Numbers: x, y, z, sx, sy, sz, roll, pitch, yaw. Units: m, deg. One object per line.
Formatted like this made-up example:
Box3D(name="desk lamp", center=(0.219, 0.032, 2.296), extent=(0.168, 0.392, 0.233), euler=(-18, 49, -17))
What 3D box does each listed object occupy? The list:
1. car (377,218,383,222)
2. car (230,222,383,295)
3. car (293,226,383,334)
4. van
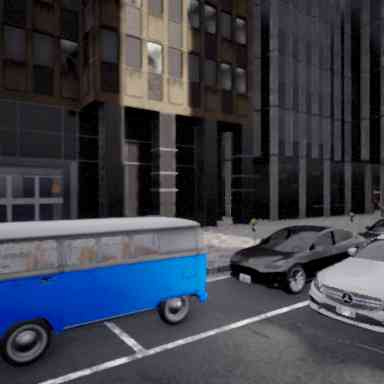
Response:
Box3D(name="car", center=(7.565, 1.580, 12.046), extent=(4.313, 1.339, 1.947), euler=(0, 0, -35))
Box3D(name="car", center=(2.975, 1.574, 8.773), extent=(4.313, 1.339, 1.947), euler=(0, 0, -35))
Box3D(name="car", center=(4.216, 1.533, 6.330), extent=(4.674, 1.442, 1.812), euler=(0, 0, -35))
Box3D(name="van", center=(-1.614, 1.343, 5.501), extent=(3.998, 1.788, 1.690), euler=(0, 0, -35))
